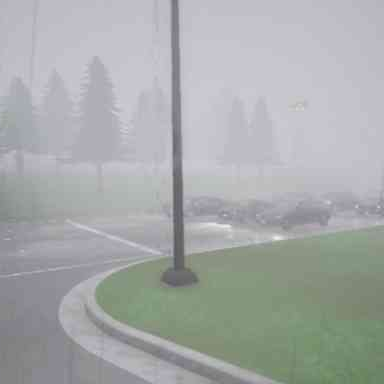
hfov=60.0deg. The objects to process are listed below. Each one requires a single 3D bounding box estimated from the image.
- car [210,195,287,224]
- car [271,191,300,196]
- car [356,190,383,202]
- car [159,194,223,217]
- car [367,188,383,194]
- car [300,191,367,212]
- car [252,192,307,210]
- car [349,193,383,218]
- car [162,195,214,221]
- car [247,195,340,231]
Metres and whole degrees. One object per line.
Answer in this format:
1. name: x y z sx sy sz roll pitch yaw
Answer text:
1. car: 3.551 1.126 20.418 4.181 1.385 1.994 -2 1 -33
2. car: 8.471 0.704 27.858 4.553 1.767 2.097 -1 1 -33
3. car: 22.678 0.486 41.398 4.718 1.301 1.895 -2 1 -33
4. car: -0.013 1.011 26.447 4.892 1.490 1.837 -2 1 -33
5. car: 20.009 0.388 35.464 4.553 1.767 2.097 -1 1 -33
6. car: 10.743 0.717 25.163 4.553 1.767 2.097 -2 1 -33
7. car: 8.473 0.821 32.044 5.357 1.411 2.033 -2 1 -33
8. car: 13.000 0.981 22.465 4.718 1.301 1.895 -2 1 -33
9. car: 0.661 1.056 22.704 4.902 1.511 2.128 -2 1 -33
10. car: 5.404 1.114 17.448 4.674 1.442 1.812 -2 1 -33
